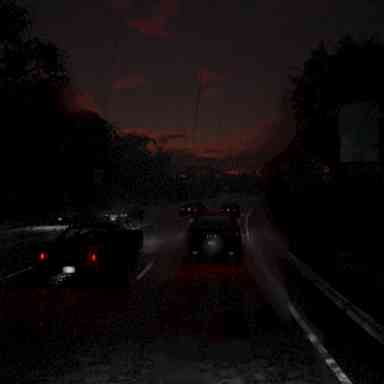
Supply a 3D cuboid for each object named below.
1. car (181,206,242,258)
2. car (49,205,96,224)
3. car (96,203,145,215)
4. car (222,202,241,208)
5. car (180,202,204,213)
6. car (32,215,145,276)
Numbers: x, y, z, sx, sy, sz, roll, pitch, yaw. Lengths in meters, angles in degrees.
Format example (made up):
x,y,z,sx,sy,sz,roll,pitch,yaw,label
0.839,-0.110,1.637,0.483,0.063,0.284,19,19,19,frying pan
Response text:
x,y,z,sx,sy,sz,roll,pitch,yaw,label
0.894,1.523,13.018,1.882,1.535,5.008,0,0,5,car
-8.514,1.618,24.131,1.994,1.385,4.181,0,0,9,car
-4.897,1.557,24.669,2.128,1.511,4.902,0,0,9,car
3.721,1.657,32.358,2.033,1.411,5.357,0,0,11,car
0.214,1.648,32.646,2.033,1.411,5.357,0,0,11,car
-2.862,1.629,10.406,1.895,1.301,4.718,0,0,4,car
